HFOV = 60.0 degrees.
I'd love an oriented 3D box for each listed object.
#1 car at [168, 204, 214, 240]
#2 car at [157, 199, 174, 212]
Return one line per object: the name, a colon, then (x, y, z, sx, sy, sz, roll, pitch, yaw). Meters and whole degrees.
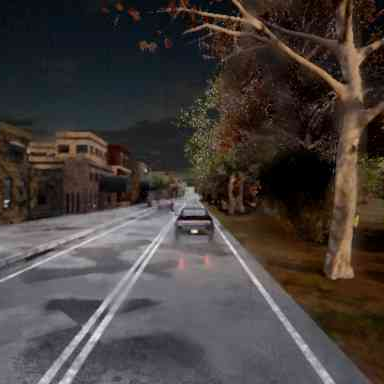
car: (0.112, 1.557, 17.291, 2.128, 1.511, 4.902, 0, 0, 0)
car: (-3.278, 1.667, 41.966, 1.882, 1.535, 5.008, 0, 0, 0)
